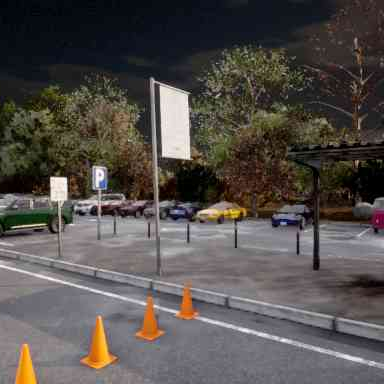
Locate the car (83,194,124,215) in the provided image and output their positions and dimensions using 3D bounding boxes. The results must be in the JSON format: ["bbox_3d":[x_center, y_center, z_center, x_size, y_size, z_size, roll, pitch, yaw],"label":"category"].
[{"bbox_3d":[-8.968,1.212,33.307,2.435,2.045,5.566,0,0,35],"label":"car"}]

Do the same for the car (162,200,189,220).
[{"bbox_3d":[0.151,1.504,26.974,2.163,1.488,4.792,0,0,35],"label":"car"}]

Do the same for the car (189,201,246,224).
[{"bbox_3d":[2.299,1.475,25.203,1.946,1.575,5.366,0,0,35],"label":"car"}]

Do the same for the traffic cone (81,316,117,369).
[{"bbox_3d":[-1.241,1.957,4.437,0.340,0.580,0.340,0,0,35],"label":"traffic cone"}]

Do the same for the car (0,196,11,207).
[{"bbox_3d":[-29.293,1.332,47.843,1.946,1.575,5.366,1,0,35],"label":"car"}]

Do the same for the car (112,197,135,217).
[{"bbox_3d":[-4.405,1.469,30.145,2.097,1.535,5.008,0,0,35],"label":"car"}]

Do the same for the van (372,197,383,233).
[{"bbox_3d":[11.559,1.264,19.070,1.878,1.987,4.442,0,0,35],"label":"van"}]

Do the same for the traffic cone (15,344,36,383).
[{"bbox_3d":[-1.815,1.957,3.620,0.340,0.580,0.340,0,0,35],"label":"traffic cone"}]

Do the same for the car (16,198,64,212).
[{"bbox_3d":[-18.053,1.469,39.687,2.163,1.488,4.792,0,0,35],"label":"car"}]

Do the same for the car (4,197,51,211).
[{"bbox_3d":[-20.297,1.452,41.334,2.163,1.488,4.792,0,0,35],"label":"car"}]

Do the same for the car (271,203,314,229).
[{"bbox_3d":[6.933,1.513,22.141,2.163,1.488,4.792,0,0,35],"label":"car"}]

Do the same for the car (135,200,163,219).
[{"bbox_3d":[-2.133,1.473,28.550,2.231,1.521,4.892,0,0,35],"label":"car"}]

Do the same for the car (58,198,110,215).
[{"bbox_3d":[-11.225,1.461,34.921,2.231,1.521,4.892,0,0,35],"label":"car"}]

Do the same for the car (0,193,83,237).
[{"bbox_3d":[-8.958,1.221,17.318,2.435,2.045,5.566,0,0,35],"label":"car"}]

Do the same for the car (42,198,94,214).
[{"bbox_3d":[-13.498,1.455,36.518,2.097,1.535,5.008,0,0,35],"label":"car"}]

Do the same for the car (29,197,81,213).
[{"bbox_3d":[-15.662,1.444,38.269,1.946,1.575,5.366,0,0,35],"label":"car"}]

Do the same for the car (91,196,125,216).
[{"bbox_3d":[-6.677,1.466,31.740,2.097,1.535,5.008,0,0,35],"label":"car"}]

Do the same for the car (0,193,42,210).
[{"bbox_3d":[-22.600,1.153,42.881,2.435,2.045,5.566,0,0,35],"label":"car"}]

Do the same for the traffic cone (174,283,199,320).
[{"bbox_3d":[-0.091,1.957,6.069,0.340,0.580,0.340,0,0,36],"label":"traffic cone"}]

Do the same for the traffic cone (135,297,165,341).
[{"bbox_3d":[-0.666,1.957,5.253,0.340,0.580,0.340,0,0,35],"label":"traffic cone"}]
